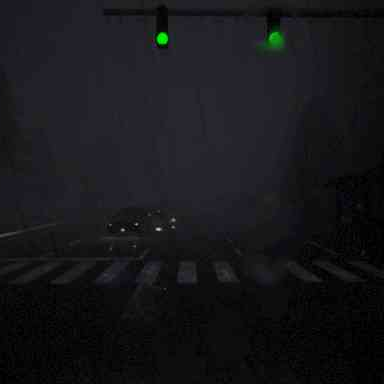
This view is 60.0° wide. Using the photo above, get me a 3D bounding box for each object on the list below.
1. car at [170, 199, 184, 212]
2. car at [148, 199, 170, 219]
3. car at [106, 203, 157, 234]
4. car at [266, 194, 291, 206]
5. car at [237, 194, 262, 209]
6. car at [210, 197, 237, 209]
[{"bbox_3d":[-2.282,1.592,39.867,1.837,1.490,4.892,0,0,13],"label":"car"},{"bbox_3d":[-3.364,1.593,29.776,1.812,1.442,4.674,0,0,2],"label":"car"},{"bbox_3d":[-3.579,1.591,19.902,2.033,1.411,5.357,0,0,0],"label":"car"},{"bbox_3d":[14.607,1.277,56.176,5.566,2.045,2.150,0,0,-43],"label":"car"},{"bbox_3d":[8.093,1.284,47.878,2.150,2.045,5.566,0,0,30],"label":"car"},{"bbox_3d":[4.348,1.432,48.301,2.097,1.767,4.553,0,0,30],"label":"car"}]
